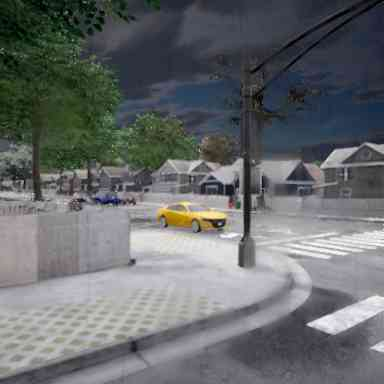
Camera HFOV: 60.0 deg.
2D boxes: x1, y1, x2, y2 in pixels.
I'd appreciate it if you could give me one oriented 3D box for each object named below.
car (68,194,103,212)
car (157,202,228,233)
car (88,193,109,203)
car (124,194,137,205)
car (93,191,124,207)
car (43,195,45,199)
[{"bbox_3d":[-11.023,1.287,33.301,1.837,1.490,4.892,0,1,-37],"label":"car"},{"bbox_3d":[-0.077,1.329,18.755,1.882,1.535,5.008,0,0,-37],"label":"car"},{"bbox_3d":[-15.803,1.020,56.011,1.837,1.490,4.892,0,1,-37],"label":"car"},{"bbox_3d":[-9.892,1.000,48.246,2.097,1.767,4.553,0,1,-38],"label":"car"},{"bbox_3d":[-11.908,0.879,45.518,2.150,2.045,5.566,0,1,-37],"label":"car"},{"bbox_3d":[-20.582,0.753,46.150,2.128,1.511,4.902,0,1,-37],"label":"car"}]
